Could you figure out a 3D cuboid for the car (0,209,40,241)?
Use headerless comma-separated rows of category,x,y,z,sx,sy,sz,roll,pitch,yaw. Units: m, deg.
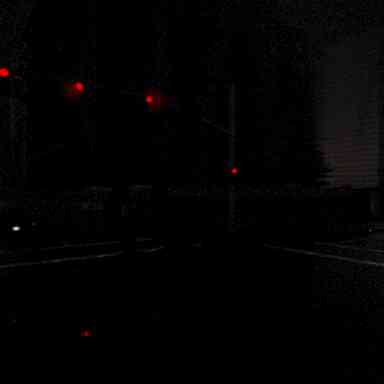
car,-8.480,1.496,15.532,1.994,1.385,4.181,0,0,-35
